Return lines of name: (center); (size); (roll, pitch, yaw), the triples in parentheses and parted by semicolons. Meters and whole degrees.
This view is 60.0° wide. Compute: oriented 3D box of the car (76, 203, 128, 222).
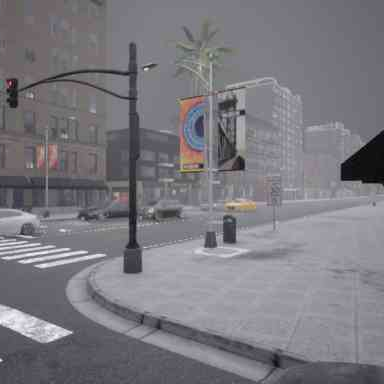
car: (-6.572, 1.569, 26.904); (2.033, 1.411, 5.357); (0, 0, 35)

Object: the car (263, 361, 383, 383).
car: (2.187, 1.551, 1.288); (4.403, 1.369, 2.008); (0, 0, 35)

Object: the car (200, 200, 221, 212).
car: (2.921, 1.655, 40.365); (1.895, 1.301, 4.718); (0, 0, 35)

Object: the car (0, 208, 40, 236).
car: (-9.737, 1.535, 16.181); (1.812, 1.442, 4.674); (0, 0, 28)

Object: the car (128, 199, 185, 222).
car: (-2.594, 1.383, 26.914); (2.097, 1.767, 4.553); (0, 0, 35)

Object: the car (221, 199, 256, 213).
car: (5.685, 1.536, 38.648); (1.882, 1.535, 5.008); (0, 0, 35)
